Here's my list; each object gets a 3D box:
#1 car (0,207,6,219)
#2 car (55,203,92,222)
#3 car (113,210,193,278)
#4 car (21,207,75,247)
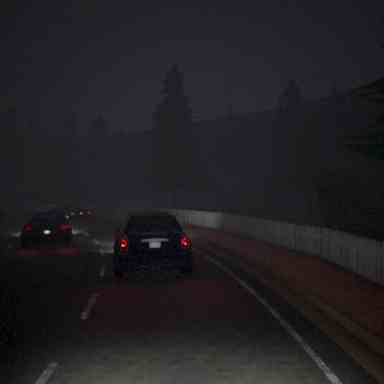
[{"bbox_3d":[-17.569,1.627,28.145,4.181,1.385,1.994,0,0,35],"label":"car"},{"bbox_3d":[-9.813,1.607,26.231,2.033,1.411,5.357,0,0,-43],"label":"car"},{"bbox_3d":[-1.398,1.376,10.564,2.097,1.767,4.553,0,0,-13],"label":"car"},{"bbox_3d":[-6.686,1.599,15.351,1.994,1.385,4.181,0,0,-23],"label":"car"}]
